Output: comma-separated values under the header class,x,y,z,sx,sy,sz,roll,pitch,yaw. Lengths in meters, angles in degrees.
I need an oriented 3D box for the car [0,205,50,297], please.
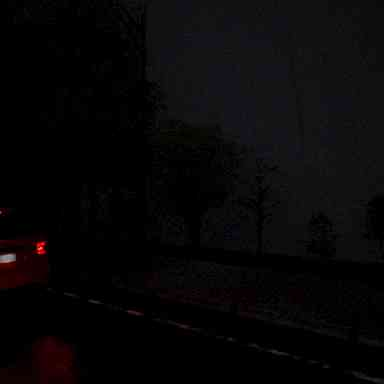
class,x,y,z,sx,sy,sz,roll,pitch,yaw
car,-5.537,1.336,7.624,5.566,2.045,2.150,-1,-1,36
